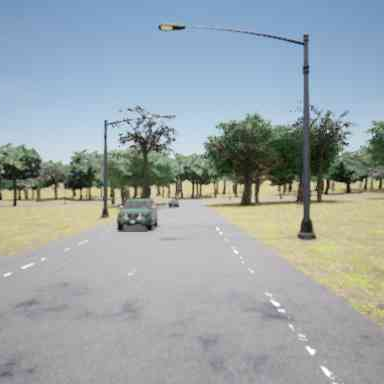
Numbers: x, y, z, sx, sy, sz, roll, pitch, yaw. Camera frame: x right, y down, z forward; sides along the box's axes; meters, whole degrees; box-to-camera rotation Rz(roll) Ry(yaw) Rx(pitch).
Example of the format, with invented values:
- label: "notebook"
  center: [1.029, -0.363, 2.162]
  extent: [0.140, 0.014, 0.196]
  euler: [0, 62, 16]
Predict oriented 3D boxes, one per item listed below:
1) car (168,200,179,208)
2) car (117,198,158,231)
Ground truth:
- label: "car"
  center: [-3.515, 2.224, 64.524]
  extent: [1.882, 1.535, 5.008]
  euler: [0, -1, 0]
- label: "car"
  center: [-3.600, 1.478, 22.908]
  extent: [2.150, 2.045, 5.566]
  euler: [0, -1, 0]
